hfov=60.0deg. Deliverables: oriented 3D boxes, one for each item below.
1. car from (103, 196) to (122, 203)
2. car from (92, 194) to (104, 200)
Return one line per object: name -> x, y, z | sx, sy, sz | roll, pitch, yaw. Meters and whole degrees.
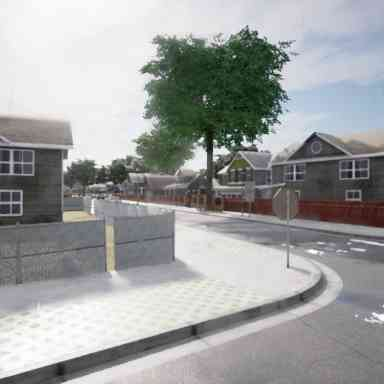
car -> -12.253, 1.507, 52.465 | 1.837, 1.490, 4.892 | 0, 0, -23
car -> -23.857, 1.281, 86.299 | 2.097, 1.767, 4.553 | 0, 0, -23
